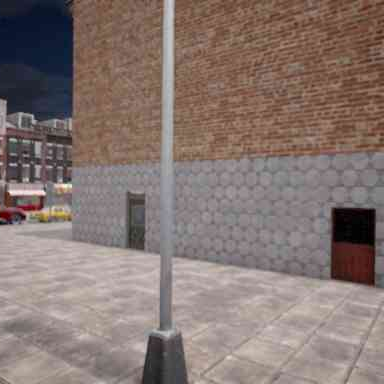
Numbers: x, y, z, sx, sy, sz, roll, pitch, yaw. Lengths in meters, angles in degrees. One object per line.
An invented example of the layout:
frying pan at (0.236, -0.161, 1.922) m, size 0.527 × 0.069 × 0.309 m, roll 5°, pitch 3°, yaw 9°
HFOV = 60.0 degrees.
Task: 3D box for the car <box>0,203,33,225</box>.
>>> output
car at (-14.246, 1.443, 23.025) m, size 2.192 × 1.841 × 5.009 m, roll 0°, pitch -1°, yaw 36°

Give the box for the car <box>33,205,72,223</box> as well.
car at (-10.918, 1.759, 27.667) m, size 1.752 × 1.417 × 4.829 m, roll 0°, pitch -1°, yaw 36°
